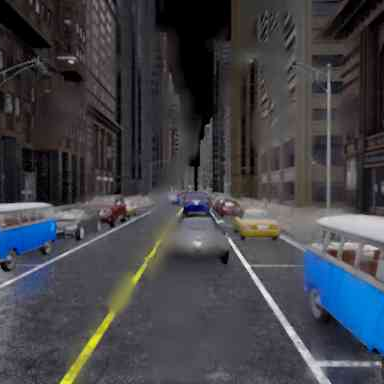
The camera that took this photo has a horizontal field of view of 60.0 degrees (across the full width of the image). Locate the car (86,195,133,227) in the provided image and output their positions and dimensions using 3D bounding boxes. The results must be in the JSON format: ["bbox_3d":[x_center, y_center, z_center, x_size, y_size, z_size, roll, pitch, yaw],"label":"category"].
[{"bbox_3d":[-5.532,1.131,21.467,2.192,1.841,5.009,0,0,1],"label":"car"}]

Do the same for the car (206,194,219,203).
[{"bbox_3d":[3.354,1.084,55.100,1.887,1.381,4.507,0,0,1],"label":"car"}]

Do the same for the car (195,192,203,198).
[{"bbox_3d":[1.754,0.766,83.987,1.801,1.575,5.366,0,0,1],"label":"car"}]

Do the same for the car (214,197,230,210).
[{"bbox_3d":[3.053,1.350,27.009,1.802,1.307,4.206,0,0,1],"label":"car"}]

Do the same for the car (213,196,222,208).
[{"bbox_3d":[3.113,1.302,32.627,1.802,1.307,4.206,0,0,1],"label":"car"}]

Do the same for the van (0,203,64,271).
[{"bbox_3d":[-5.652,1.253,10.232,1.690,1.788,3.998,0,0,1],"label":"van"}]

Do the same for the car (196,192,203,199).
[{"bbox_3d":[1.722,0.813,77.987,1.801,1.575,5.366,0,0,1],"label":"car"}]

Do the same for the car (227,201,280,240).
[{"bbox_3d":[2.934,1.388,15.942,1.752,1.417,4.829,0,0,1],"label":"car"}]

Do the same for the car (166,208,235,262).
[{"bbox_3d":[0.197,1.463,11.677,1.994,1.385,4.181,0,1,1],"label":"car"}]

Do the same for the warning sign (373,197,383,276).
[{"bbox_3d":[5.151,1.047,7.755,1.300,1.860,1.060,0,0,1],"label":"warning sign"}]

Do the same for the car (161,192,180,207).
[{"bbox_3d":[-2.611,1.101,44.506,1.882,1.535,5.008,0,0,1],"label":"car"}]

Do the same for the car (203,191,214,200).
[{"bbox_3d":[3.534,0.720,71.953,2.192,1.841,5.009,0,0,1],"label":"car"}]

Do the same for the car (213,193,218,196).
[{"bbox_3d":[3.175,1.198,38.415,1.752,1.417,4.829,0,0,1],"label":"car"}]

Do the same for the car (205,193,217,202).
[{"bbox_3d":[3.414,0.934,60.717,1.967,1.590,4.097,0,0,1],"label":"car"}]

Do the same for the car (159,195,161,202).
[{"bbox_3d":[-5.111,1.076,60.795,1.802,1.307,4.206,0,0,1],"label":"car"}]

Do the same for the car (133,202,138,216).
[{"bbox_3d":[-5.473,1.295,26.917,1.752,1.417,4.829,0,0,1],"label":"car"}]

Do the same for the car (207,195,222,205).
[{"bbox_3d":[3.294,1.150,49.482,1.947,1.339,4.313,0,0,1],"label":"car"}]

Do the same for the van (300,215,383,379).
[{"bbox_3d":[2.812,1.301,4.534,1.690,1.788,3.998,0,0,1],"label":"van"}]

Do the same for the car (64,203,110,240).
[{"bbox_3d":[-5.592,1.415,15.851,2.008,1.369,4.403,0,0,1],"label":"car"}]

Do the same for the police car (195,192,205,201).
[{"bbox_3d":[1.629,0.862,67.907,1.930,1.638,5.238,0,0,1],"label":"police car"}]

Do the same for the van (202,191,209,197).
[{"bbox_3d":[3.775,0.570,94.426,1.690,1.788,3.998,0,0,1],"label":"van"}]

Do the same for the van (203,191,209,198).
[{"bbox_3d":[3.715,0.613,88.809,1.690,1.788,3.998,0,0,1],"label":"van"}]

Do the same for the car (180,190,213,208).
[{"bbox_3d":[0.394,0.972,28.957,2.150,2.045,5.566,0,0,1],"label":"car"}]
